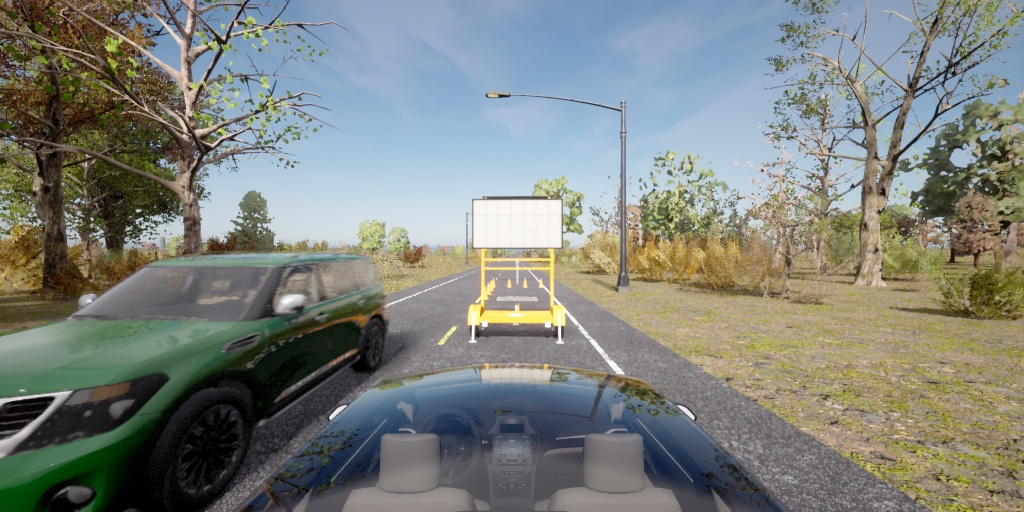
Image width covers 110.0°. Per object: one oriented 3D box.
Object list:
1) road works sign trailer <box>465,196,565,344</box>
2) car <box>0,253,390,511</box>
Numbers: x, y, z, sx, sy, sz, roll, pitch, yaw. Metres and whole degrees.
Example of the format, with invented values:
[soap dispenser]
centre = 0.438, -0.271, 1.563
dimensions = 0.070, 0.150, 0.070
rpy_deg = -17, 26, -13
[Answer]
[road works sign trailer]
centre = 0.148, 0.211, 9.626
dimensions = 2.380, 3.560, 2.880
rpy_deg = 0, 0, 2
[car]
centre = -3.435, 0.969, 4.658
dimensions = 2.150, 2.045, 5.566
rpy_deg = 0, 0, 1
